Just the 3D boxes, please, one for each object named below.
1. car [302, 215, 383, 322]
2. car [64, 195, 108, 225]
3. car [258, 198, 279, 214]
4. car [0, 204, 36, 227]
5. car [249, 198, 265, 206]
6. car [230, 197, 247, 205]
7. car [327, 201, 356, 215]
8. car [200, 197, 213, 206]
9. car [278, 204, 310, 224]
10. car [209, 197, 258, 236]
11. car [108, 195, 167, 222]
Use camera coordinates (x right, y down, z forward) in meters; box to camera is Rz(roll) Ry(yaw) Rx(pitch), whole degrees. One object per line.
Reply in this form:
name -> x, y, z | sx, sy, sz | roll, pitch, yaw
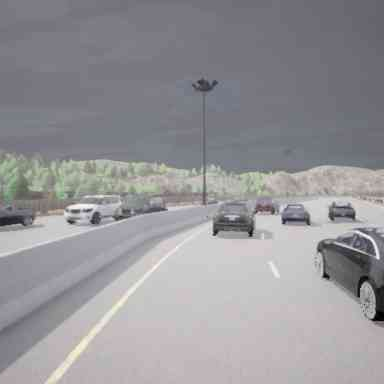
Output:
car -> 4.099, 1.494, 7.124 | 2.128, 1.511, 4.902 | 0, 0, 5
car -> -7.088, 1.250, 24.743 | 2.150, 2.045, 5.566 | 0, 0, 15
car -> 8.117, 1.404, 35.782 | 2.097, 1.767, 4.553 | 0, 0, 23
car -> -11.708, 1.511, 20.241 | 2.128, 1.511, 4.902 | 0, 0, 13
car -> 12.211, 1.764, 62.176 | 1.994, 1.385, 4.181 | 0, 0, 25
car -> 8.873, 1.678, 63.295 | 1.882, 1.535, 5.008 | 0, 0, 25
car -> 12.310, 1.516, 27.507 | 2.128, 1.511, 4.902 | 0, 0, 20
car -> 3.058, 1.680, 59.061 | 1.812, 1.442, 4.674 | 0, 0, 25
car -> 7.726, 1.585, 24.796 | 1.994, 1.385, 4.181 | 0, 0, 17
car -> 2.474, 1.365, 18.756 | 2.097, 1.767, 4.553 | 0, 0, 12
car -> -3.605, 1.247, 24.263 | 2.150, 2.045, 5.566 | 0, 0, 15
